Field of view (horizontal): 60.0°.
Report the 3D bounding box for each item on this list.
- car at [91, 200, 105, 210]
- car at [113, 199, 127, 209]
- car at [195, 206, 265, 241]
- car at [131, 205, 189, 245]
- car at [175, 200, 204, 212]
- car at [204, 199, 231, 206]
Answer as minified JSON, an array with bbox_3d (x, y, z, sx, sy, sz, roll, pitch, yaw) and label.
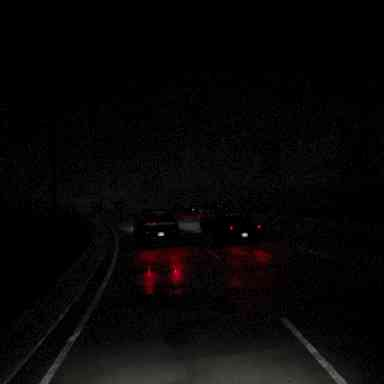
[{"bbox_3d":[-14.769,2.041,52.278,2.033,1.411,5.357,-1,0,-21],"label":"car"},{"bbox_3d":[-11.768,1.921,54.248,1.837,1.490,4.892,-1,0,-21],"label":"car"},{"bbox_3d":[1.776,1.585,16.595,1.895,1.301,4.718,-1,0,-13],"label":"car"},{"bbox_3d":[-1.856,1.572,16.304,2.128,1.511,4.902,-1,0,-13],"label":"car"},{"bbox_3d":[-0.711,1.612,35.463,1.812,1.442,4.674,-1,0,-21],"label":"car"},{"bbox_3d":[2.700,1.522,36.310,1.812,1.442,4.674,-1,0,-21],"label":"car"}]
